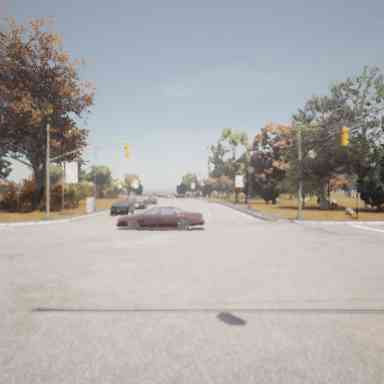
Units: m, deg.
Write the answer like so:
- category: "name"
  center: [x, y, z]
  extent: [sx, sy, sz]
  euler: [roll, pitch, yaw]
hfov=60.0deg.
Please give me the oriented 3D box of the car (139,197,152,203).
- category: "car"
  center: [-7.123, 1.587, 45.210]
  extent: [2.128, 1.511, 4.902]
  euler: [0, 0, 0]

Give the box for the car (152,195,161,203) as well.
- category: "car"
  center: [-7.326, 1.633, 60.553]
  extent: [1.994, 1.385, 4.181]
  euler: [0, 0, -2]

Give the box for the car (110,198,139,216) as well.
- category: "car"
  center: [-7.100, 1.560, 34.499]
  extent: [1.882, 1.535, 5.008]
  euler: [0, 0, 0]

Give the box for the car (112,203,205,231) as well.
- category: "car"
  center: [-1.882, 1.597, 20.516]
  extent: [5.357, 1.411, 2.033]
  euler: [0, 0, -3]
